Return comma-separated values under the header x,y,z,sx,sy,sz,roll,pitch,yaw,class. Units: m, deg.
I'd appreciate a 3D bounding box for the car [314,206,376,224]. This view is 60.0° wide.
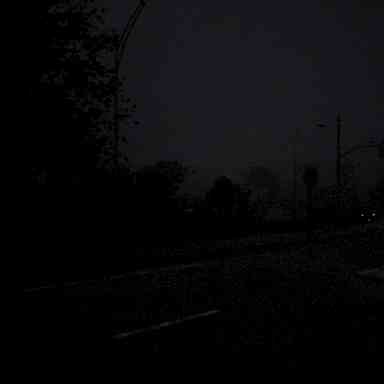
x,y,z,sx,sy,sz,roll,pitch,yaw,class
11.818,1.762,26.292,1.895,1.301,4.718,0,0,-32,car
